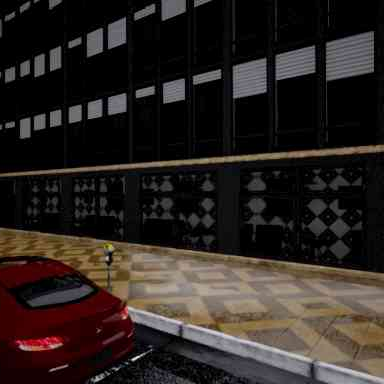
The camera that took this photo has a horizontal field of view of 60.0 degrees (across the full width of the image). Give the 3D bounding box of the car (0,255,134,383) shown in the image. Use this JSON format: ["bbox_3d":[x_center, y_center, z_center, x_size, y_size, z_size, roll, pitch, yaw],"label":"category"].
[{"bbox_3d":[-2.644,1.582,4.713,4.206,1.307,1.802,0,0,35],"label":"car"}]
